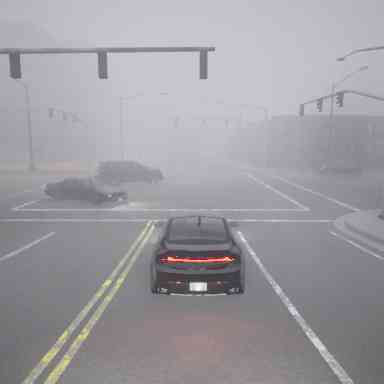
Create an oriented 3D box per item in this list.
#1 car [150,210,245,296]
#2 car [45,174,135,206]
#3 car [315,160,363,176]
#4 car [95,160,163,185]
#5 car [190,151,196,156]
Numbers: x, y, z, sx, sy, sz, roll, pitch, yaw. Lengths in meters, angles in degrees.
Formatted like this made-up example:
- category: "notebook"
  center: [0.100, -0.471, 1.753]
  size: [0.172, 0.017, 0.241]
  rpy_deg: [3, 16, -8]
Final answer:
- category: "car"
  center: [0.115, 1.200, 8.071]
  size: [1.837, 1.490, 4.892]
  rpy_deg: [0, 4, 0]
- category: "car"
  center: [-6.396, -0.136, 19.925]
  size: [5.357, 1.411, 2.033]
  rpy_deg: [4, 9, 27]
- category: "car"
  center: [15.666, -2.657, 35.555]
  size: [4.553, 1.767, 2.097]
  rpy_deg: [0, 8, 0]
- category: "car"
  center: [-5.171, -1.595, 27.568]
  size: [5.566, 2.045, 2.150]
  rpy_deg: [-6, 11, -32]
- category: "car"
  center: [0.282, -10.453, 89.592]
  size: [2.033, 1.411, 5.357]
  rpy_deg: [0, 8, 0]
